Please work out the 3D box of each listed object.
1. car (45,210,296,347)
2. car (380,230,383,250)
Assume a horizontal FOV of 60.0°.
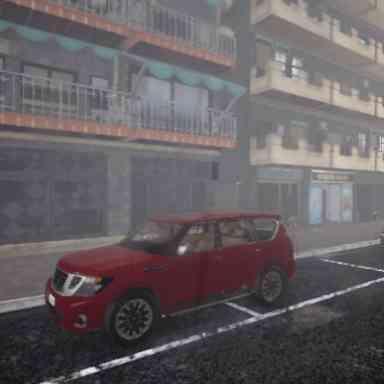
[{"bbox_3d":[-0.072,1.322,6.511,5.009,1.841,2.192,0,0,-36],"label":"car"},{"bbox_3d":[9.145,1.577,13.088,4.507,1.381,1.887,0,0,-36],"label":"car"}]
